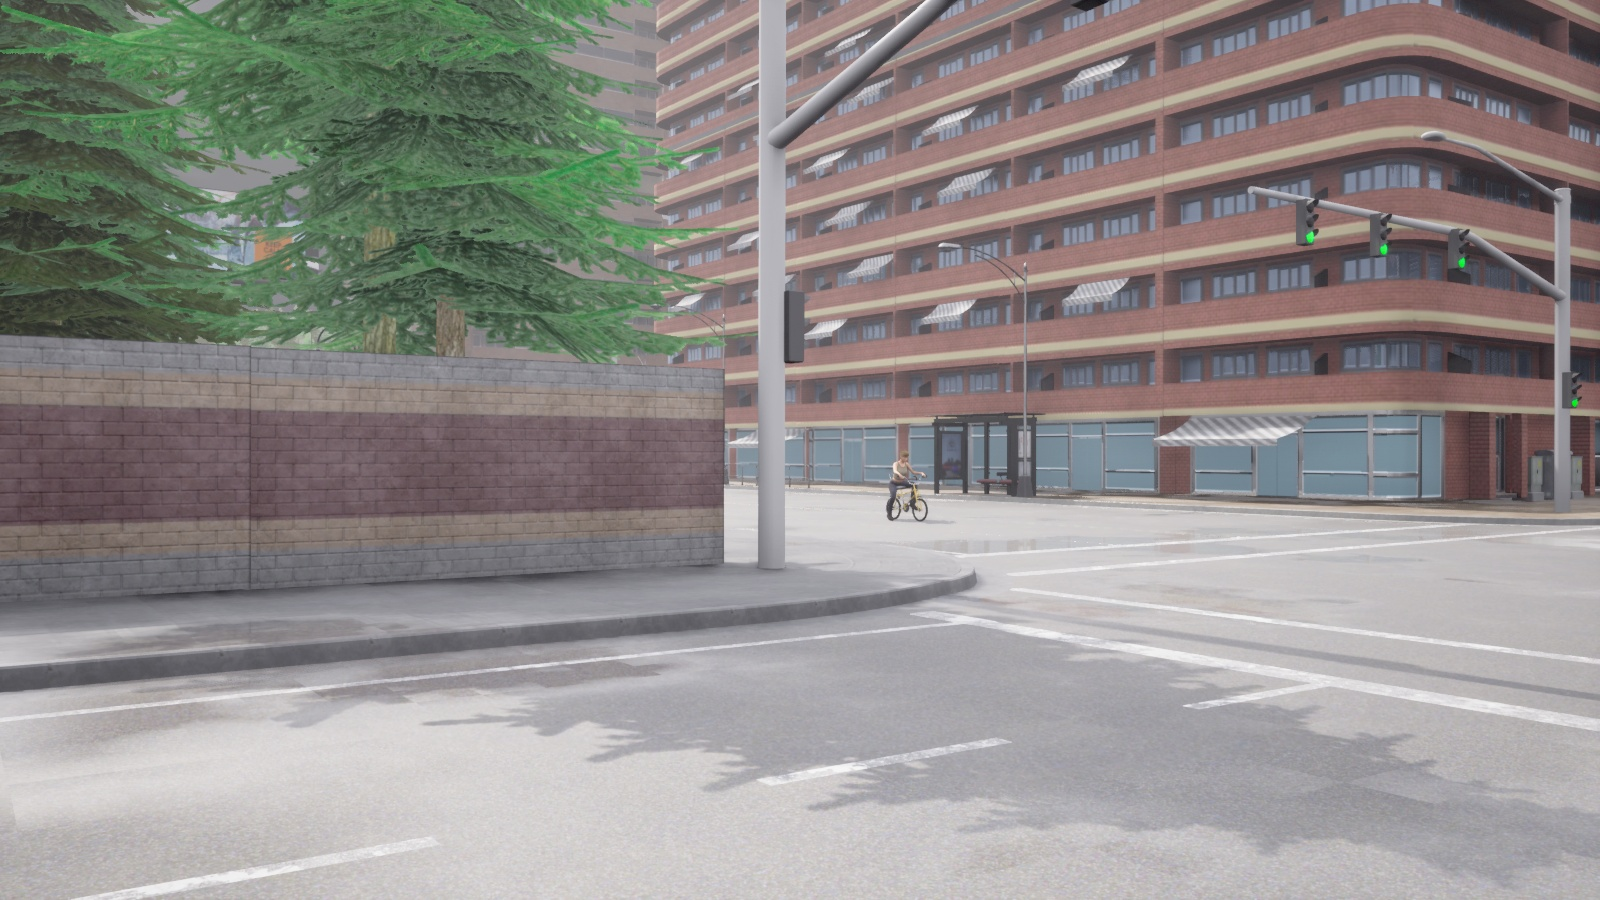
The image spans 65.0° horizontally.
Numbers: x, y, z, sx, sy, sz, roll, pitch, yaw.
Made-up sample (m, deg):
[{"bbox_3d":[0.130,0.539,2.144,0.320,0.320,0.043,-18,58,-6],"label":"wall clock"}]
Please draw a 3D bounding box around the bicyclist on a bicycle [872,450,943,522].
[{"bbox_3d":[2.441,0.802,28.703,0.866,1.612,1.509,0,0,-34],"label":"bicyclist on a bicycle"}]
